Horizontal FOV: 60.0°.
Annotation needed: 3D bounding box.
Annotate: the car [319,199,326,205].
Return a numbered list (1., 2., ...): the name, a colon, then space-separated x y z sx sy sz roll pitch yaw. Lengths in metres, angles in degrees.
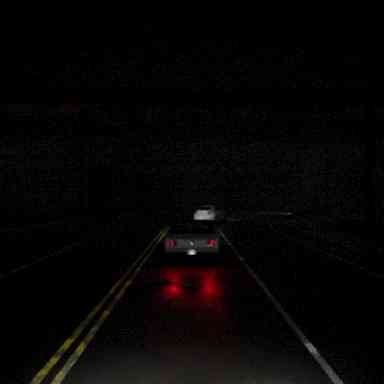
1. car: 29.820 2.300 79.919 4.974 1.542 2.038 0 -1 -39

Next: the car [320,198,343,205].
1. car: 33.828 2.308 80.659 2.038 1.542 4.974 0 -1 -34

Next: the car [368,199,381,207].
1. car: 32.417 1.920 58.940 1.853 1.218 4.536 0 -1 31

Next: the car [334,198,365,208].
1. car: 29.353 2.100 61.061 2.038 1.542 4.974 0 -1 -29

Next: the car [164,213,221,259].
1. car: 0.011 1.743 13.233 1.895 1.301 4.718 0 -1 0

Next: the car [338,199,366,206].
1. car: 29.328 1.943 61.108 1.853 1.218 4.536 0 -1 -29

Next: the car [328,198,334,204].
1. car: 33.857 2.150 80.618 1.853 1.218 4.536 0 -1 -34

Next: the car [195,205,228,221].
1. car: 1.617 1.825 28.183 1.812 1.442 4.674 0 0 22

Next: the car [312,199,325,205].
1. car: 32.808 2.611 86.482 1.970 1.475 3.806 0 -1 1

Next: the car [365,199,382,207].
1. car: 32.390 2.077 58.894 2.038 1.542 4.974 0 -1 31

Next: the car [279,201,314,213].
1. car: 13.902 1.949 44.403 5.008 1.535 1.882 1 -1 -22
